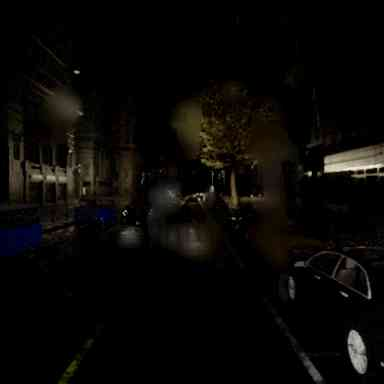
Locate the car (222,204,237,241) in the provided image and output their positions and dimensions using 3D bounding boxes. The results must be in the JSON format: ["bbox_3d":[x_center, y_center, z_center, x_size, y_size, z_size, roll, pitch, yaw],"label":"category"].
[{"bbox_3d":[2.746,1.454,15.766,1.947,1.339,4.313,0,0,0],"label":"car"}]

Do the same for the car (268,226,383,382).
[{"bbox_3d":[2.756,1.513,5.188,2.008,1.369,4.403,0,0,0],"label":"car"}]

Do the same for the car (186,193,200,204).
[{"bbox_3d":[-0.034,1.236,53.808,1.895,1.301,4.718,0,0,0],"label":"car"}]

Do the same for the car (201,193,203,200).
[{"bbox_3d":[2.713,1.220,47.499,1.887,1.381,4.507,0,0,0],"label":"car"}]

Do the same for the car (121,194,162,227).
[{"bbox_3d":[-3.119,1.202,21.305,2.097,1.767,4.553,0,0,0],"label":"car"}]

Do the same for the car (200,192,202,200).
[{"bbox_3d":[2.709,1.133,58.249,1.752,1.417,4.829,0,0,0],"label":"car"}]

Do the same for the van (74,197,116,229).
[{"bbox_3d":[-5.785,1.198,20.192,1.690,1.788,3.998,0,0,0],"label":"van"}]

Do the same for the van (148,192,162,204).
[{"bbox_3d":[-5.817,0.983,52.671,1.690,1.788,3.998,0,0,0],"label":"van"}]

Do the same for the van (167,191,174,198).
[{"bbox_3d":[-5.870,0.755,90.655,1.690,1.788,3.998,0,0,0],"label":"van"}]

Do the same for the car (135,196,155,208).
[{"bbox_3d":[-5.806,1.256,41.846,1.887,1.381,4.507,0,0,0],"label":"car"}]

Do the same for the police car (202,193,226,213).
[{"bbox_3d":[2.334,1.194,33.168,1.930,1.638,5.238,0,0,0],"label":"police car"}]

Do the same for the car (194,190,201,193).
[{"bbox_3d":[2.182,1.023,67.880,4.902,1.511,2.128,-1,2,-30],"label":"car"}]

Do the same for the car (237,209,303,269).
[{"bbox_3d":[2.751,1.449,10.646,1.752,1.417,4.829,0,0,0],"label":"car"}]

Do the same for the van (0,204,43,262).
[{"bbox_3d":[-5.773,1.274,9.366,1.690,1.788,3.998,0,0,0],"label":"van"}]

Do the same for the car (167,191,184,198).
[{"bbox_3d":[-3.061,0.555,61.840,2.097,1.767,4.553,0,0,0],"label":"car"}]
